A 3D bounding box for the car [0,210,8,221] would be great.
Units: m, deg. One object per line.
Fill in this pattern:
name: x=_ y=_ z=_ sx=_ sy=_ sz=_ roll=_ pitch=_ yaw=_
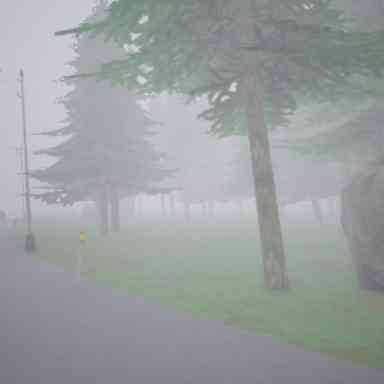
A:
car: x=-21.829 y=2.537 z=36.312 sx=2.128 sy=1.511 sz=4.902 roll=-4 pitch=-1 yaw=-9
